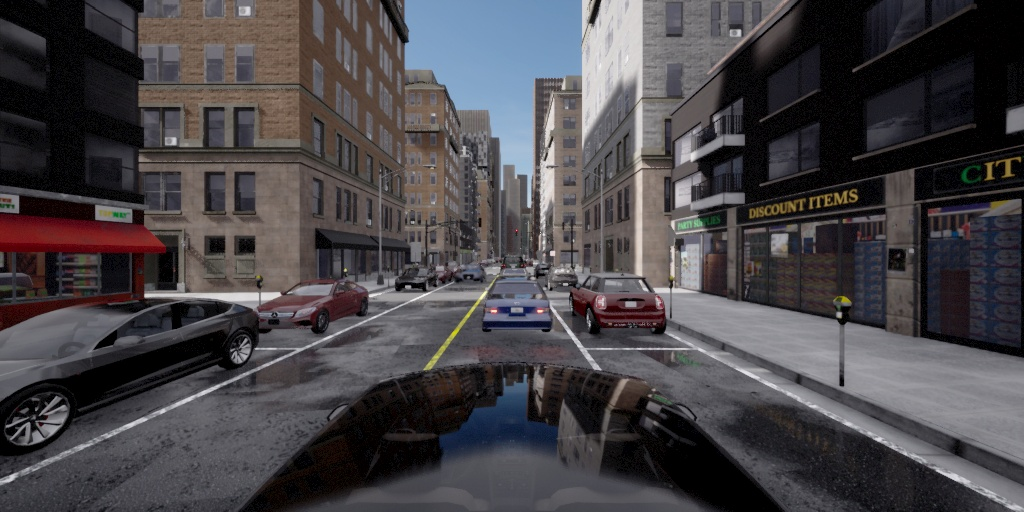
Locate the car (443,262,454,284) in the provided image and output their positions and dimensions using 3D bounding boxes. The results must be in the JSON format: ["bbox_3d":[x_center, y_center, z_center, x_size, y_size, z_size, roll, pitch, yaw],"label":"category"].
[{"bbox_3d":[-5.608,1.334,27.113,1.802,1.307,4.207,0,0,0],"label":"car"}]

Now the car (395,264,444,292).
[{"bbox_3d":[-5.622,1.317,21.611,1.948,1.339,4.313,0,0,0],"label":"car"}]

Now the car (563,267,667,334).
[{"bbox_3d":[2.876,1.190,10.587,1.967,1.591,4.097,0,0,0],"label":"car"}]

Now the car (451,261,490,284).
[{"bbox_3d":[-3.001,1.317,26.892,1.994,1.385,4.181,0,0,1],"label":"car"}]

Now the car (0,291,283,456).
[{"bbox_3d":[-5.664,1.315,5.108,1.948,1.339,4.313,0,0,0],"label":"car"}]

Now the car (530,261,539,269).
[{"bbox_3d":[2.932,1.319,32.592,1.948,1.339,4.313,0,0,0],"label":"car"}]

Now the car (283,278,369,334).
[{"bbox_3d":[-5.650,1.332,10.609,1.802,1.307,4.207,0,0,0],"label":"car"}]

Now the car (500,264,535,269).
[{"bbox_3d":[0.146,1.352,21.308,1.895,1.301,4.718,0,0,0],"label":"car"}]

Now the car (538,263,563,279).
[{"bbox_3d":[2.904,1.302,21.590,2.007,1.370,4.403,0,0,0],"label":"car"}]

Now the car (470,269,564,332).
[{"bbox_3d":[0.122,1.297,10.802,2.033,1.411,5.357,0,0,0],"label":"car"}]

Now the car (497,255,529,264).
[{"bbox_3d":[0.081,0.975,31.340,2.150,2.045,5.566,0,0,-1],"label":"car"}]
